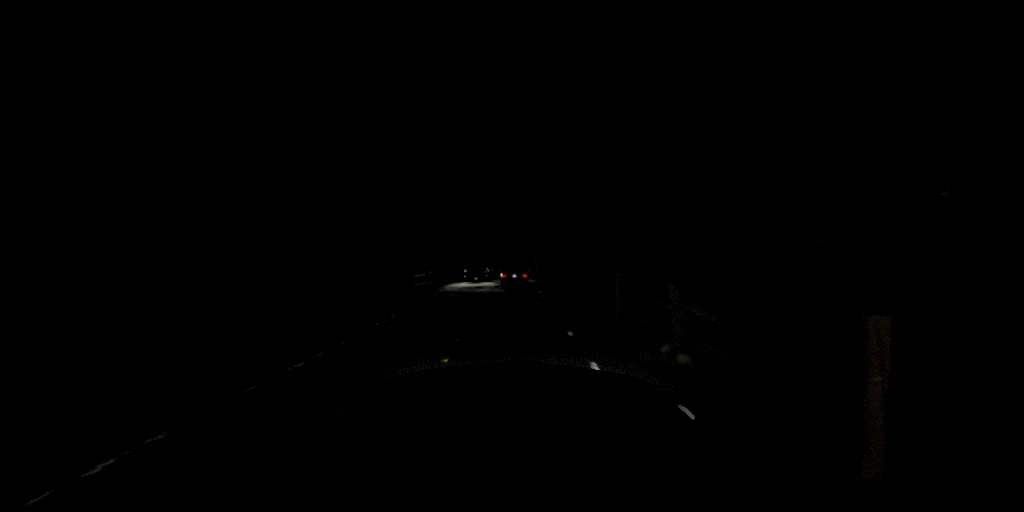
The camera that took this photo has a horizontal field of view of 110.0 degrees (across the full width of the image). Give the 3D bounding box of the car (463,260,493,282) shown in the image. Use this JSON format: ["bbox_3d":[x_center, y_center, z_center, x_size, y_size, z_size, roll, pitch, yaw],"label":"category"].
[{"bbox_3d":[-2.657,1.082,28.696,2.097,1.767,4.553,-1,0,0],"label":"car"}]

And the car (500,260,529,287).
[{"bbox_3d":[0.175,1.232,23.962,2.033,1.411,5.357,-1,0,1],"label":"car"}]
